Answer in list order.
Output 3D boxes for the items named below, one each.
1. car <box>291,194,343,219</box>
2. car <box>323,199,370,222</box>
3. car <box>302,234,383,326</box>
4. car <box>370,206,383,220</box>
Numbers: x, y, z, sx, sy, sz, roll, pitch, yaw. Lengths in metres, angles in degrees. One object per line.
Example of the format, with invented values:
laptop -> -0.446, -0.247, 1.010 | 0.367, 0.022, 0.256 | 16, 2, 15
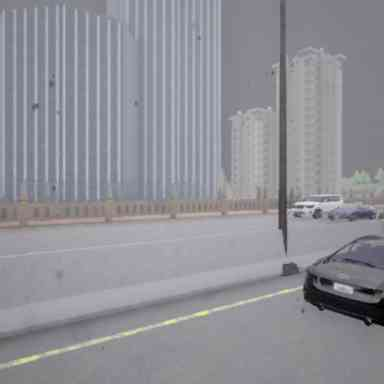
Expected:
car -> 11.108, 1.223, 29.006 | 5.566, 2.045, 2.150 | 1, 0, -35
car -> 12.483, 1.526, 25.684 | 4.674, 1.442, 1.812 | 0, 0, -35
car -> 4.140, 1.565, 6.667 | 4.181, 1.385, 1.994 | 0, 0, -35
car -> 14.807, 1.495, 23.048 | 4.902, 1.511, 2.128 | 0, 0, -35
